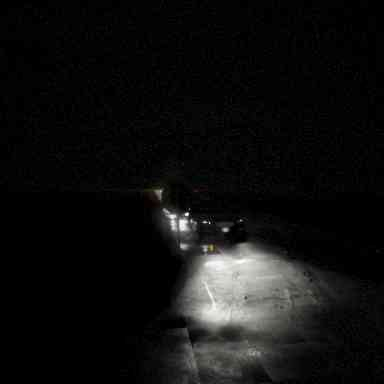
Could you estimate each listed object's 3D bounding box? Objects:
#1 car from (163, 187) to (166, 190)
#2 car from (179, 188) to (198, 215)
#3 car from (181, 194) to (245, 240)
[{"bbox_3d":[-3.280,-0.086,49.414,1.882,1.535,5.008,-2,2,-7],"label":"car"},{"bbox_3d":[-0.227,0.765,24.133,1.837,1.490,4.892,-2,2,-7],"label":"car"},{"bbox_3d":[0.935,1.069,14.869,2.128,1.511,4.902,-2,2,-7],"label":"car"}]
